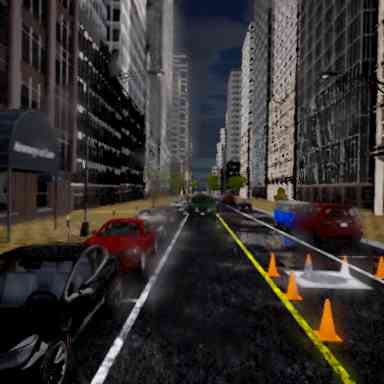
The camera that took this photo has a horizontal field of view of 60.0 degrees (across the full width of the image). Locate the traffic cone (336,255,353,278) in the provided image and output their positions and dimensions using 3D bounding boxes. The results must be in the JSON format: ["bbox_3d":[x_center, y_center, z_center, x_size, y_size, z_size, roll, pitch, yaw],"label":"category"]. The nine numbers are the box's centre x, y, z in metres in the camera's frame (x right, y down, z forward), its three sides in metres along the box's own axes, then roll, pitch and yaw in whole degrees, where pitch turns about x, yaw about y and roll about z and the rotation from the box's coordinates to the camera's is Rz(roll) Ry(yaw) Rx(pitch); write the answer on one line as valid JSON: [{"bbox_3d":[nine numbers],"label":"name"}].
[{"bbox_3d":[4.247,2.043,9.242,0.340,0.580,0.340,1,0,1],"label":"traffic cone"}]

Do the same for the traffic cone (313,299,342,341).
[{"bbox_3d":[2.152,2.001,5.291,0.340,0.580,0.340,1,0,1],"label":"traffic cone"}]

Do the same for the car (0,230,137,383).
[{"bbox_3d":[-2.270,1.533,5.050,1.947,1.339,4.313,0,0,1],"label":"car"}]

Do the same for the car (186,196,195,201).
[{"bbox_3d":[-0.375,1.675,84.599,1.947,1.339,4.313,0,0,1],"label":"car"}]

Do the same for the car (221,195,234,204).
[{"bbox_3d":[7.598,1.542,67.353,2.192,1.841,5.009,0,0,1],"label":"car"}]

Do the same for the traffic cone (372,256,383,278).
[{"bbox_3d":[5.246,2.061,9.218,0.340,0.580,0.340,1,0,1],"label":"traffic cone"}]

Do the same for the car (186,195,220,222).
[{"bbox_3d":[0.871,1.276,27.356,2.150,2.045,5.566,1,0,1],"label":"car"}]

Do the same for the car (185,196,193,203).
[{"bbox_3d":[-0.649,1.615,73.065,1.752,1.417,4.829,0,0,1],"label":"car"}]

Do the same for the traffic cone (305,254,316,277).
[{"bbox_3d":[3.247,2.026,9.266,0.340,0.580,0.340,1,0,1],"label":"traffic cone"}]

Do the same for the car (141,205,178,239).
[{"bbox_3d":[-2.000,1.539,16.414,2.008,1.369,4.403,0,0,1],"label":"car"}]

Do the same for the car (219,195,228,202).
[{"bbox_3d":[8.004,1.696,84.399,1.967,1.590,4.097,0,0,1],"label":"car"}]

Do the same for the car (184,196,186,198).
[{"bbox_3d":[-1.322,1.591,44.824,2.008,1.369,4.403,0,0,1],"label":"car"}]

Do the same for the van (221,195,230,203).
[{"bbox_3d":[7.869,1.587,78.717,1.690,1.788,3.998,0,0,1],"label":"van"}]

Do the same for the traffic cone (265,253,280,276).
[{"bbox_3d":[2.248,2.008,9.290,0.340,0.580,0.340,1,0,1],"label":"traffic cone"}]

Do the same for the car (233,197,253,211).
[{"bbox_3d":[7.055,1.737,44.624,2.008,1.369,4.403,0,0,1],"label":"car"}]

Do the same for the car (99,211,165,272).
[{"bbox_3d":[-2.135,1.523,10.732,1.887,1.381,4.507,0,0,1],"label":"car"}]

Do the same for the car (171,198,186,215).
[{"bbox_3d":[-1.593,1.571,33.460,2.008,1.369,4.403,0,0,1],"label":"car"}]

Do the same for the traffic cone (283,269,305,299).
[{"bbox_3d":[2.199,2.005,7.291,0.340,0.580,0.340,1,0,1],"label":"traffic cone"}]

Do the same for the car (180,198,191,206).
[{"bbox_3d":[-1.052,1.642,56.188,1.802,1.307,4.206,0,0,1],"label":"car"}]

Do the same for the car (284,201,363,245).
[{"bbox_3d":[6.379,1.450,16.215,2.192,1.841,5.009,0,0,1],"label":"car"}]

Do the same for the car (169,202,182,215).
[{"bbox_3d":[-1.864,1.581,22.096,1.802,1.307,4.206,0,0,1],"label":"car"}]

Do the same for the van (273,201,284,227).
[{"bbox_3d":[6.514,1.487,21.897,1.690,1.788,3.998,0,0,1],"label":"van"}]

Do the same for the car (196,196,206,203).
[{"bbox_3d":[2.123,1.635,76.160,2.128,1.511,4.902,1,0,1],"label":"car"}]

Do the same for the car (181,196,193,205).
[{"bbox_3d":[-0.915,1.510,61.870,1.967,1.590,4.097,0,0,1],"label":"car"}]
